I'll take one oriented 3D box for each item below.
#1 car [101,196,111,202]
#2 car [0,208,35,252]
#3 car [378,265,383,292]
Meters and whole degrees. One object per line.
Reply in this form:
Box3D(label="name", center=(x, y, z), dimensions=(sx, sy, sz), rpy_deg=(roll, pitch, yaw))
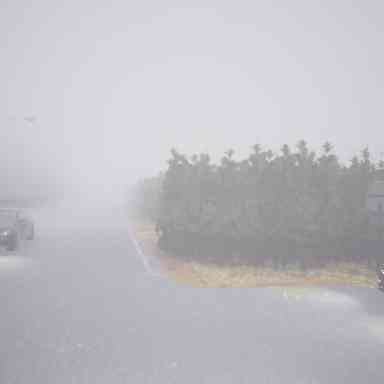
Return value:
Box3D(label="car", center=(-19.674, 1.565, 76.685), dimensions=(1.812, 1.442, 4.674), rpy_deg=(2, -1, -13))
Box3D(label="car", center=(-7.575, 1.388, 13.262), dimensions=(1.812, 1.442, 4.674), rpy_deg=(2, -1, -14))
Box3D(label="car", center=(6.658, 1.811, 7.539), dimensions=(4.892, 1.490, 1.837), rpy_deg=(2, -1, -14))
